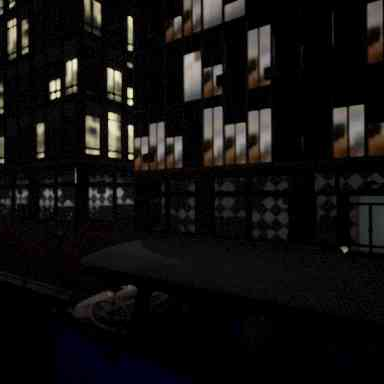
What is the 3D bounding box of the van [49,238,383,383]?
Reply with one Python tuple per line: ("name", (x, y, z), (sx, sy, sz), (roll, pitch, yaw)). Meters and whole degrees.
("van", (0.621, 1.343, 2.437), (3.998, 1.788, 1.690), (0, 0, 36))
